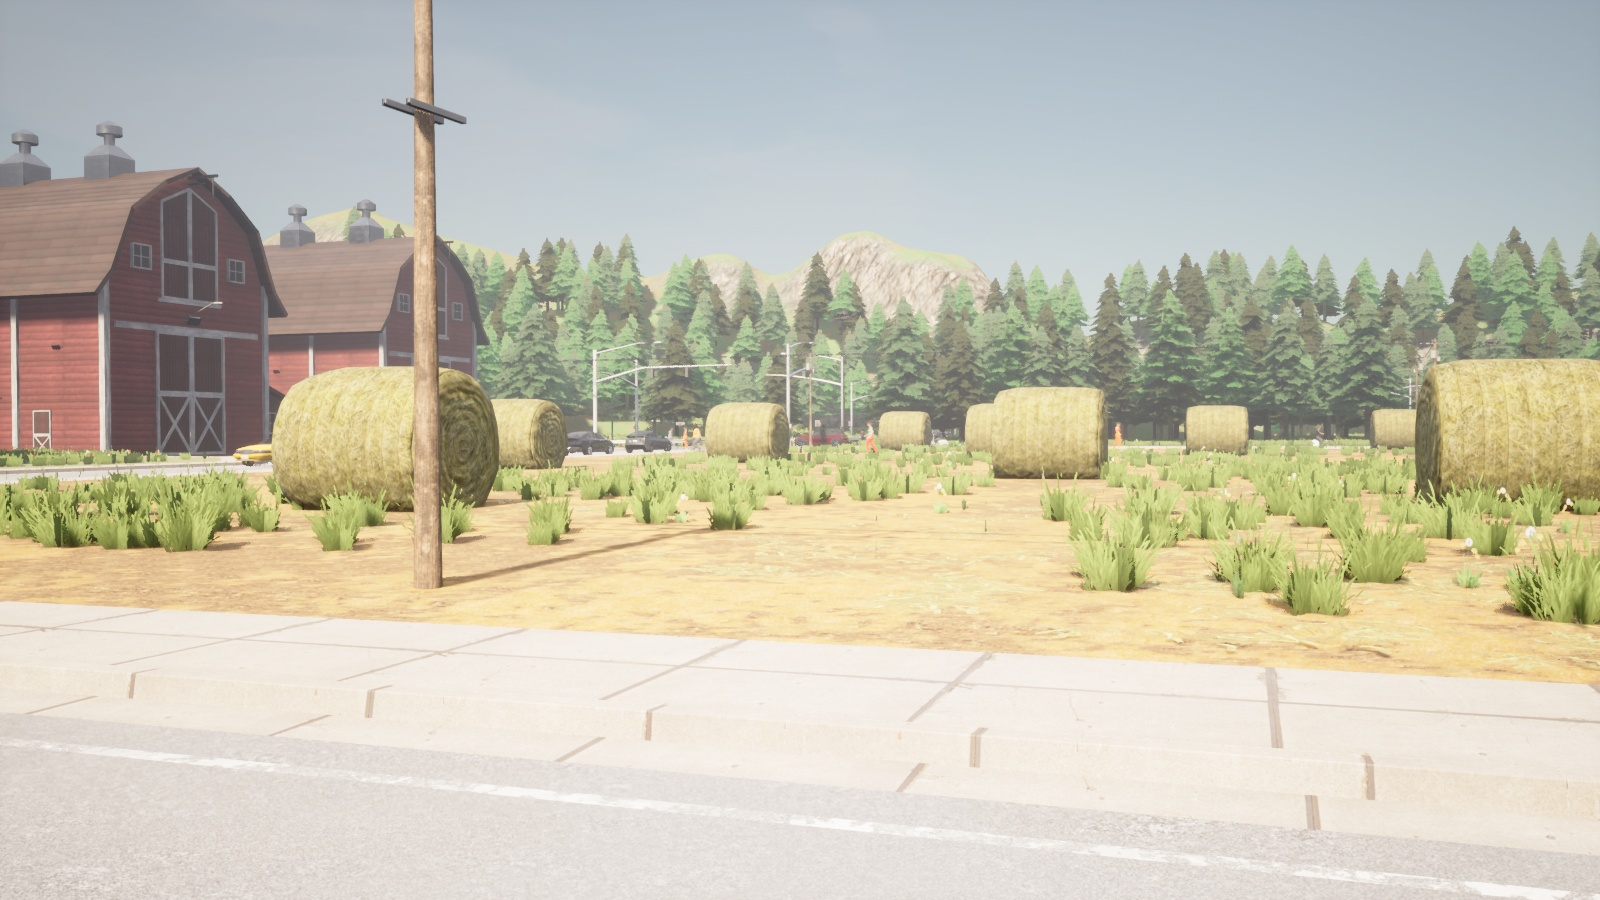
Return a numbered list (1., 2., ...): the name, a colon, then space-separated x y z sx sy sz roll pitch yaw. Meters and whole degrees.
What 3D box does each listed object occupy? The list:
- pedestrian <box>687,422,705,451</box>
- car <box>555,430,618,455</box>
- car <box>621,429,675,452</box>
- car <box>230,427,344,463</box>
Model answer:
1. pedestrian: -6.769 -0.873 81.728 0.900 1.855 0.874 0 1 -34
2. car: -13.170 -0.488 77.643 1.837 1.490 4.892 0 1 17
3. car: -10.431 -0.680 86.370 2.007 1.525 4.514 1 1 17
4. car: -23.255 -0.263 57.196 1.801 1.575 5.366 1 1 17
